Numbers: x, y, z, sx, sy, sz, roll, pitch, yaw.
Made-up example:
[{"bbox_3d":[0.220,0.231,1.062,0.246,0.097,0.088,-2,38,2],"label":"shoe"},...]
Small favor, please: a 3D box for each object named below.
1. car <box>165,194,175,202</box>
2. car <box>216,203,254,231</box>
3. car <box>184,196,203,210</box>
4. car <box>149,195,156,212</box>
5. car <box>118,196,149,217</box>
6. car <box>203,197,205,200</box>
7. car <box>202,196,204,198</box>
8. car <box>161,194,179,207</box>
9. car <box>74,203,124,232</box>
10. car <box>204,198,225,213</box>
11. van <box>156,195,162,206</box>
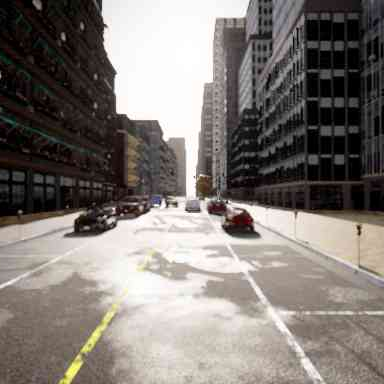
[{"bbox_3d":[-5.688,1.463,85.691,2.192,1.841,5.009,0,0,0],"label":"car"},{"bbox_3d":[2.697,1.584,20.145,1.802,1.307,4.206,1,0,0],"label":"car"},{"bbox_3d":[0.099,1.548,42.269,1.812,1.442,4.674,0,0,0],"label":"car"},{"bbox_3d":[-5.688,1.330,36.715,2.192,1.841,5.009,1,0,0],"label":"car"},{"bbox_3d":[-5.685,1.324,31.192,2.192,1.841,5.009,1,0,0],"label":"car"},{"bbox_3d":[2.705,1.548,42.409,1.752,1.417,4.829,1,0,0],"label":"car"},{"bbox_3d":[2.691,1.696,91.523,1.752,1.417,4.829,0,0,0],"label":"car"},{"bbox_3d":[-3.009,1.530,50.201,2.128,1.511,4.902,0,0,0],"label":"car"},{"bbox_3d":[-5.683,1.568,20.146,1.947,1.339,4.313,1,0,0],"label":"car"},{"bbox_3d":[2.704,1.455,36.715,1.967,1.590,4.097,1,0,0],"label":"car"},{"bbox_3d":[-5.662,1.386,53.285,1.690,1.788,3.998,1,0,0],"label":"van"}]
